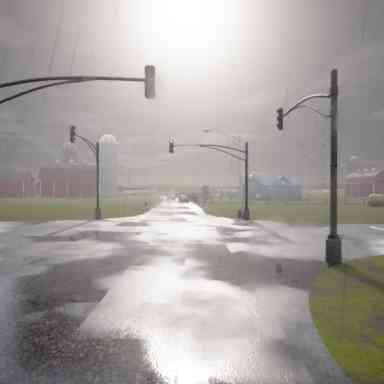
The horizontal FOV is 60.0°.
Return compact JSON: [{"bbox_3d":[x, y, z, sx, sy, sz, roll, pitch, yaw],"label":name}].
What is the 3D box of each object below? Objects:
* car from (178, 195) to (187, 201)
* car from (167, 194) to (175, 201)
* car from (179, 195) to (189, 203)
[{"bbox_3d":[-2.274,1.464,79.983,1.837,1.490,4.892,0,0,-4],"label":"car"},{"bbox_3d":[-4.655,1.182,74.000,1.812,1.442,4.674,0,0,-3],"label":"car"},{"bbox_3d":[-1.670,1.624,69.999,1.895,1.301,4.718,0,0,-3],"label":"car"}]
